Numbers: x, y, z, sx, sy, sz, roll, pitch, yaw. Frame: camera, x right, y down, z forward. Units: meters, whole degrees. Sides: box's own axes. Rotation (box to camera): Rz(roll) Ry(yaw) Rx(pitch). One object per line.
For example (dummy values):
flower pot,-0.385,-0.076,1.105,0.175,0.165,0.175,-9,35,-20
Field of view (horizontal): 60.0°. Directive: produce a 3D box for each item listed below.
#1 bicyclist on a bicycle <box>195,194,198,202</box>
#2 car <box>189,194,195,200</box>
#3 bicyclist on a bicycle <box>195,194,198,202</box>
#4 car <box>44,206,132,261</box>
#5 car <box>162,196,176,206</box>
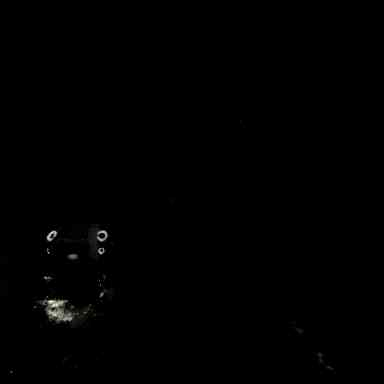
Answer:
bicyclist on a bicycle,0.958,1.337,69.415,0.659,1.776,1.843,0,0,0
car,-0.004,1.416,91.011,1.837,1.490,4.892,0,0,0
bicyclist on a bicycle,0.958,1.363,78.425,0.659,1.776,1.843,0,0,0
car,-3.601,1.367,12.296,2.097,1.767,4.553,0,0,0
car,-3.576,1.432,52.667,1.882,1.535,5.008,0,0,0
